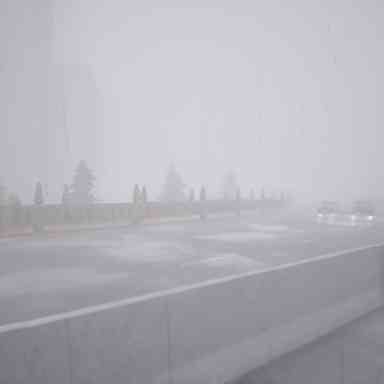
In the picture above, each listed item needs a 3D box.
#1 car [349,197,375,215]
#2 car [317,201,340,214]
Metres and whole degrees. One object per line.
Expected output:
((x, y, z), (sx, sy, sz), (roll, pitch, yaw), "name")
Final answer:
((17.884, 1.599, 34.702), (1.837, 1.490, 4.892), (0, 0, 30), "car")
((15.289, 1.669, 37.079), (2.033, 1.411, 5.357), (0, -1, 30), "car")
